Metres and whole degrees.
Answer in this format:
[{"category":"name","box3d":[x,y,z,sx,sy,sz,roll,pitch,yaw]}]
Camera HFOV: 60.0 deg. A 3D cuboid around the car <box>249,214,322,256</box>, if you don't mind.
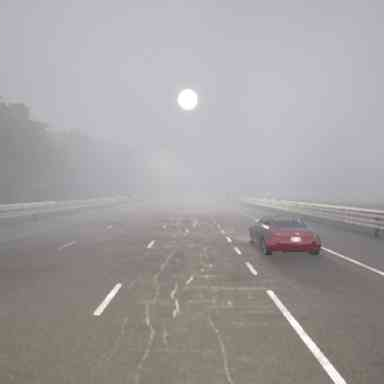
[{"category":"car","box3d":[3.495,1.561,13.163,1.994,1.385,4.181,0,0,0]}]
